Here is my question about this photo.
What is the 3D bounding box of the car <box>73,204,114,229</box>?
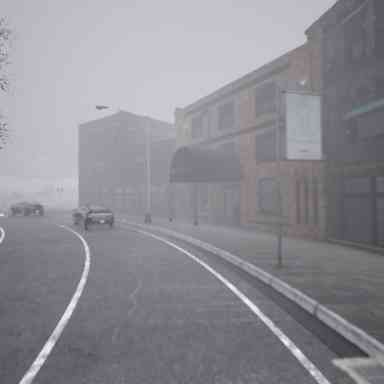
[{"bbox_3d":[-6.558,1.545,21.921,2.128,1.511,4.902,0,0,-30],"label":"car"}]

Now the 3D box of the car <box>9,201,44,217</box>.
[{"bbox_3d":[-16.632,1.650,33.426,4.892,1.490,1.837,-1,-1,41],"label":"car"}]
